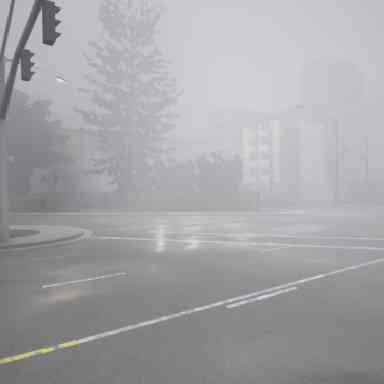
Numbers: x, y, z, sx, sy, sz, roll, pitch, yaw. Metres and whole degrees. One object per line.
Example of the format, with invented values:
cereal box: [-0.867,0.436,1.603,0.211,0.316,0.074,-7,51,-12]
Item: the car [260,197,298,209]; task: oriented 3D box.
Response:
car: [9.547,1.193,37.665,1.895,1.301,4.718,-1,1,-35]
